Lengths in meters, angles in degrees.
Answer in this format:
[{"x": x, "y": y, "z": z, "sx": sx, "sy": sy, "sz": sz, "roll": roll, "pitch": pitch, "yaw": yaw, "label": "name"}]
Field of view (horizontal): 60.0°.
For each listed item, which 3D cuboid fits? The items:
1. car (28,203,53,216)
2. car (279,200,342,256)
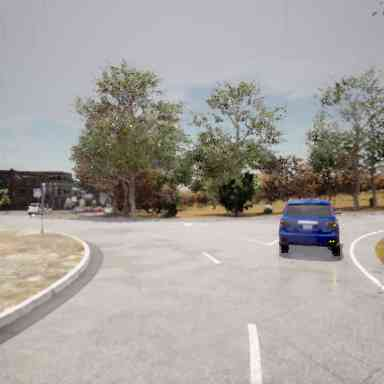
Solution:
[{"x": -24.580, "y": 2.934, "z": 54.134, "sx": 2.150, "sy": 2.045, "sz": 5.566, "roll": 0, "pitch": -4, "yaw": -2, "label": "car"}, {"x": 5.103, "y": 1.355, "z": 14.196, "sx": 2.150, "sy": 2.045, "sz": 5.566, "roll": -1, "pitch": -1, "yaw": 22, "label": "car"}]
